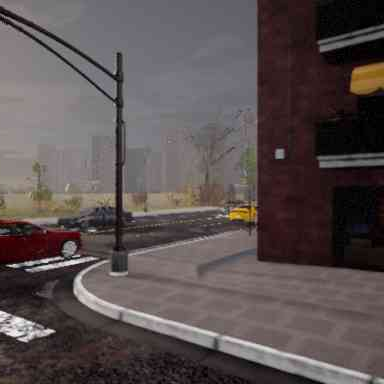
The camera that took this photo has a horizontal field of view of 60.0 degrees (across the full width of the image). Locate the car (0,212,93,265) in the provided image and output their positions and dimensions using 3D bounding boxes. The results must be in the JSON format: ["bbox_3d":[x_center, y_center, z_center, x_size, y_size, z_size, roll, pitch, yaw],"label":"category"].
[{"bbox_3d":[-6.154,1.681,11.375,1.882,1.535,5.008,0,0,35],"label":"car"}]

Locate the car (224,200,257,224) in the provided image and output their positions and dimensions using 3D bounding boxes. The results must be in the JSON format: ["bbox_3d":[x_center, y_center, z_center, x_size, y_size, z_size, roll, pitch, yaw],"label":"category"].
[{"bbox_3d":[4.846,1.651,26.523,1.882,1.535,5.008,0,0,36],"label":"car"}]

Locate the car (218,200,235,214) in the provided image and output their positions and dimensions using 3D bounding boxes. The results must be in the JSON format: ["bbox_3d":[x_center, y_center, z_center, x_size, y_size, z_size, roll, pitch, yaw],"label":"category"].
[{"bbox_3d":[4.762,1.674,37.533,1.812,1.442,4.674,0,0,36],"label":"car"}]

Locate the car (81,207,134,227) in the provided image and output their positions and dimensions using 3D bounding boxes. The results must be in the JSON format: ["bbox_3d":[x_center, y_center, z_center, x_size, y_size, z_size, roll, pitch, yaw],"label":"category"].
[{"bbox_3d":[-6.335,1.725,22.420,2.033,1.411,5.357,0,0,36],"label":"car"}]
